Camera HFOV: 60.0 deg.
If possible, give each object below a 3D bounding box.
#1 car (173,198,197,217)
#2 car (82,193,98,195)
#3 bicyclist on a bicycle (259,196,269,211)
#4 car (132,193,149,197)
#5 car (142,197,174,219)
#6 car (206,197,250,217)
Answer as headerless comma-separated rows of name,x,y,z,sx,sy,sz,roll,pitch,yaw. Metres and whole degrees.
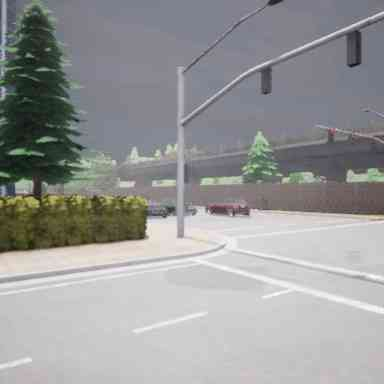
car,-1.450,1.322,31.343,2.097,1.767,4.553,0,0,-35
car,-15.433,1.194,51.146,2.150,2.045,5.566,0,0,-35
bicyclist on a bicycle,8.016,1.288,36.982,1.656,1.620,0.582,0,0,-35
car,-8.813,1.203,54.052,2.150,2.045,5.566,0,0,-35
car,-3.808,1.470,28.618,1.837,1.490,4.892,0,0,-35
car,3.270,1.328,31.067,2.097,1.767,4.553,0,0,-35
